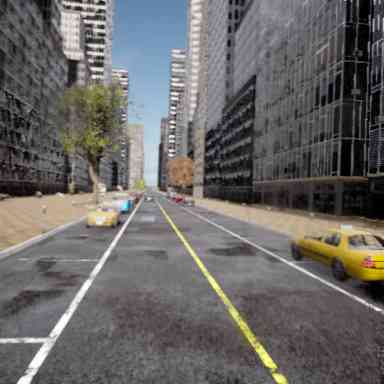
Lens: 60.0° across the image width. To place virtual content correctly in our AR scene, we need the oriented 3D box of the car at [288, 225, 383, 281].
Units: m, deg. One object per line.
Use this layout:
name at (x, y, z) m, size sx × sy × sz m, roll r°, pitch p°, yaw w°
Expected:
car at (4.523, 1.670, 10.170) m, size 1.752 × 1.417 × 4.829 m, roll 2°, pitch 0°, yaw -7°

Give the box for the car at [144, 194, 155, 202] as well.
car at (-8.169, 1.069, 63.414) m, size 2.128 × 1.511 × 4.902 m, roll 2°, pitch 0°, yaw -7°

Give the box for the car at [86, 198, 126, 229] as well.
car at (-5.206, 1.294, 19.987) m, size 1.752 × 1.417 × 4.829 m, roll 2°, pitch 0°, yaw -7°

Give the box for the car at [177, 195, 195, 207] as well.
car at (-0.598, 1.431, 49.342) m, size 2.008 × 1.369 × 4.403 m, roll 2°, pitch 0°, yaw -7°

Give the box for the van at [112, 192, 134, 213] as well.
van at (-6.691, 1.033, 31.395) m, size 1.690 × 1.788 × 3.998 m, roll 2°, pitch 0°, yaw -7°

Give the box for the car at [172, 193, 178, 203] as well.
car at (-2.068, 1.350, 60.582) m, size 1.887 × 1.381 × 4.507 m, roll 2°, pitch 0°, yaw -7°

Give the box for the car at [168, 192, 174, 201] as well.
car at (-3.537, 1.274, 71.822) m, size 1.887 × 1.381 × 4.507 m, roll 2°, pitch 0°, yaw -7°

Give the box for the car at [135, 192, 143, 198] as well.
car at (-14.780, 0.840, 93.215) m, size 1.947 × 1.339 × 4.313 m, roll 2°, pitch 0°, yaw -7°

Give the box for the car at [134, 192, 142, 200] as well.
car at (-9.629, 0.856, 53.875) m, size 2.192 × 1.841 × 5.009 m, roll 2°, pitch 0°, yaw -7°

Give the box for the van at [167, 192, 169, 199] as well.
van at (-4.264, 1.033, 77.441) m, size 1.690 × 1.788 × 3.998 m, roll 2°, pitch 0°, yaw -7°

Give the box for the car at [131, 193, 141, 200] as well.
car at (-11.841, 0.972, 70.736) m, size 1.887 × 1.381 × 4.507 m, roll 2°, pitch 0°, yaw -7°

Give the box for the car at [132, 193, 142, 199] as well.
car at (-12.576, 0.955, 76.356) m, size 1.947 × 1.339 × 4.313 m, roll 2°, pitch 0°, yaw -7°

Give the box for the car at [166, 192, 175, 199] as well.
car at (-5.732, 0.930, 88.682) m, size 2.192 × 1.841 × 5.009 m, roll 2°, pitch 0°, yaw -7°

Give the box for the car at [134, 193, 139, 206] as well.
car at (-8.168, 1.167, 42.635) m, size 2.008 × 1.369 × 4.403 m, roll 2°, pitch 0°, yaw -7°

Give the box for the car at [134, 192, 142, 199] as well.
car at (-13.287, 0.878, 81.807) m, size 1.752 × 1.417 × 4.829 m, roll 2°, pitch 0°, yaw -7°
